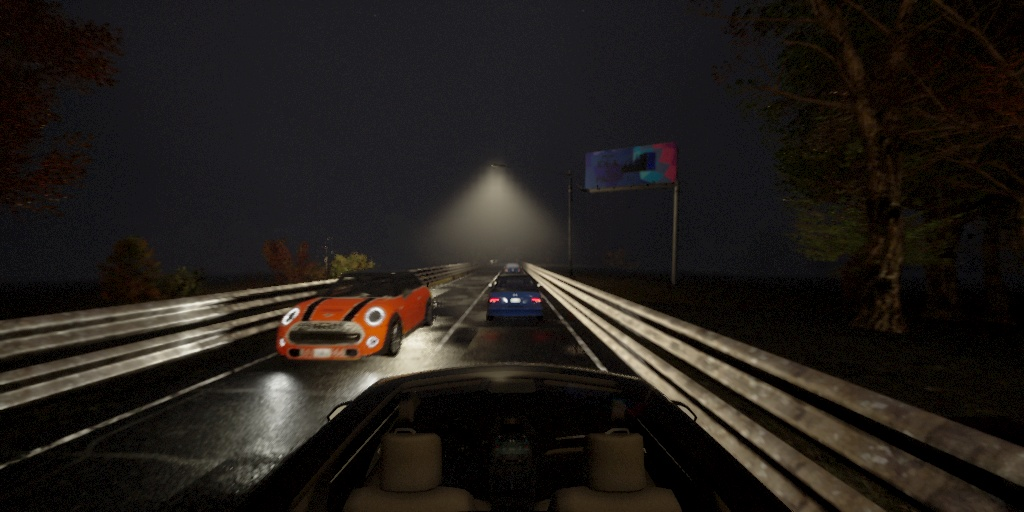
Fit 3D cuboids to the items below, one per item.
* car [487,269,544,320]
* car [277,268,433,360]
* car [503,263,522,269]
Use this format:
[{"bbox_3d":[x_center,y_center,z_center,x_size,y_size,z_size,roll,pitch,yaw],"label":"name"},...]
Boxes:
[{"bbox_3d":[0.095,1.347,12.907,2.033,1.411,5.357,0,0,0],"label":"car"},{"bbox_3d":[-3.352,1.132,8.588,2.097,1.767,4.553,0,0,0],"label":"car"},{"bbox_3d":[0.083,1.458,38.097,2.033,1.411,5.357,0,0,0],"label":"car"}]
